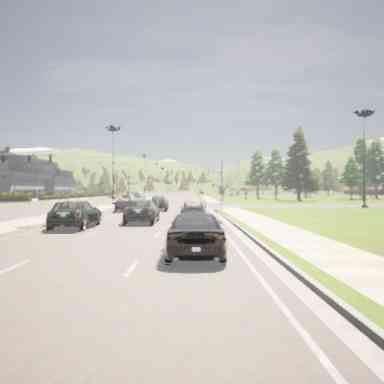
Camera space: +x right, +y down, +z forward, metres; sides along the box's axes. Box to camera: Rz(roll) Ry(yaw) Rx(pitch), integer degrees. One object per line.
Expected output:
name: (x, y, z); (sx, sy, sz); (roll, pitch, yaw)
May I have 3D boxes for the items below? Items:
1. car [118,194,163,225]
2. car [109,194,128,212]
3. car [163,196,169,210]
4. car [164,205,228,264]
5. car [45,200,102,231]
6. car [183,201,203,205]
car: (-3.445, 1.260, 23.220); (2.097, 1.767, 4.553); (0, 0, 0)
car: (-7.194, 1.346, 36.157); (2.128, 1.511, 4.902); (0, 0, -2)
car: (-3.694, 1.201, 37.290); (2.097, 1.767, 4.553); (0, 0, -1)
car: (0.101, 1.430, 11.660); (1.882, 1.535, 5.008); (0, 0, 0)
car: (-6.930, 1.272, 20.010); (2.097, 1.767, 4.553); (0, 0, 0)
car: (0.063, 1.395, 23.894); (2.128, 1.511, 4.902); (0, 0, 0)
